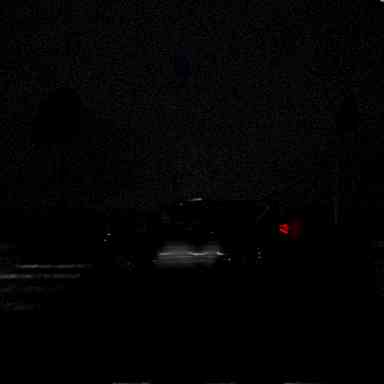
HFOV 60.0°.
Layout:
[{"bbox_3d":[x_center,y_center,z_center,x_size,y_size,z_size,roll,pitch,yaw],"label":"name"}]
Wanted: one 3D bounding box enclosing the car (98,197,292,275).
[{"bbox_3d":[0.111,1.190,9.965,5.566,2.045,2.150,-1,0,1],"label":"car"}]
